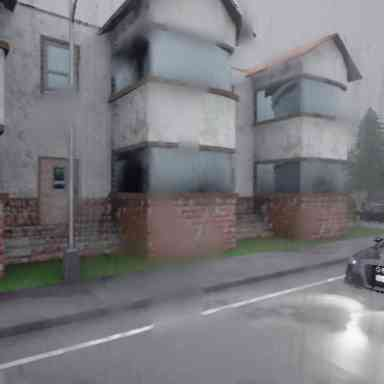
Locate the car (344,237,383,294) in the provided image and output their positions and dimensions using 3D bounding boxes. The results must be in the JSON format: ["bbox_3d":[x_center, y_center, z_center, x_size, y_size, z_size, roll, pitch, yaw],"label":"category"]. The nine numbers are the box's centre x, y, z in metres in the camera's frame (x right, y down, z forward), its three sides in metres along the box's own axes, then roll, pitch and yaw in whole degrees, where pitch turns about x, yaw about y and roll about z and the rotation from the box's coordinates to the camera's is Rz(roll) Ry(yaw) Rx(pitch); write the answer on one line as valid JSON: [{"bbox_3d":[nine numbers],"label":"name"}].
[{"bbox_3d":[5.492,1.581,7.871,4.181,1.385,1.994,0,0,-35],"label":"car"}]

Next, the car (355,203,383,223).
[{"bbox_3d":[13.719,1.621,24.114,1.837,1.490,4.892,0,1,-35],"label":"car"}]
